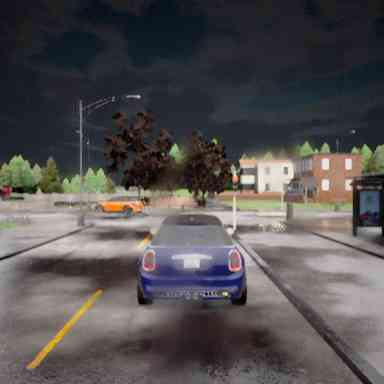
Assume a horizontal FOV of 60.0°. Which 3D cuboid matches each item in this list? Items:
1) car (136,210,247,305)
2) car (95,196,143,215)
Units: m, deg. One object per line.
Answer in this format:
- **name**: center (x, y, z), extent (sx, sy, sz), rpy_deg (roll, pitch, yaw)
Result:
- **car**: center (0.008, 1.312, 8.160), extent (2.097, 1.767, 4.553), rpy_deg (0, 0, 0)
- **car**: center (-7.106, 1.198, 32.023), extent (4.553, 1.767, 2.097), rpy_deg (0, 1, 21)
